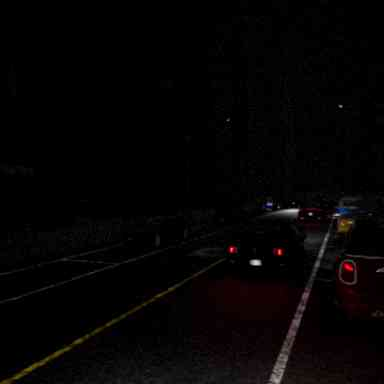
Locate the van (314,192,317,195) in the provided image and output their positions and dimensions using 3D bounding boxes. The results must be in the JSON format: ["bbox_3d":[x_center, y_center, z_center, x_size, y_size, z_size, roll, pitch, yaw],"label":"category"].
[{"bbox_3d":[31.107,1.182,87.608,1.690,1.788,3.998,-2,-1,25],"label":"van"}]

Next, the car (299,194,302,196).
[{"bbox_3d":[17.085,1.516,56.833,1.887,1.381,4.507,-2,-1,25],"label":"car"}]

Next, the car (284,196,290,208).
[{"bbox_3d":[12.409,1.581,46.575,1.947,1.339,4.313,-2,-1,25],"label":"car"}]

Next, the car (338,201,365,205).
[{"bbox_3d":[8.548,1.432,17.562,1.752,1.417,4.829,-2,-1,25],"label":"car"}]

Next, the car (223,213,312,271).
[{"bbox_3d":[2.647,1.609,11.022,1.895,1.301,4.718,-2,0,25],"label":"car"}]

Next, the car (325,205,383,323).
[{"bbox_3d":[4.033,1.298,6.817,2.097,1.767,4.553,-2,0,25],"label":"car"}]

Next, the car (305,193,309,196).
[{"bbox_3d":[21.758,1.368,67.092,1.967,1.590,4.097,-2,-1,25],"label":"car"}]

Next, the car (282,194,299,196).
[{"bbox_3d":[14.740,1.308,51.706,2.192,1.841,5.009,-2,-1,25],"label":"car"}]

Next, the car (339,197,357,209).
[{"bbox_3d":[20.167,1.348,43.050,2.008,1.369,4.403,-2,-1,25],"label":"car"}]

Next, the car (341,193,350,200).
[{"bbox_3d":[38.867,1.064,84.078,1.967,1.590,4.097,-2,-1,25],"label":"car"}]

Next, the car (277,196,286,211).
[{"bbox_3d":[10.071,1.603,41.446,1.947,1.339,4.313,-2,-1,25],"label":"car"}]

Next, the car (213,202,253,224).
[{"bbox_3d":[3.057,1.669,26.059,1.947,1.339,4.313,-2,-1,25],"label":"car"}]

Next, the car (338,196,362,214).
[{"bbox_3d":[15.489,1.281,32.793,1.967,1.590,4.097,-2,-1,25],"label":"car"}]

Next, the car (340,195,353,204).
[{"bbox_3d":[27.181,1.298,58.435,1.947,1.339,4.313,-2,-1,25],"label":"car"}]

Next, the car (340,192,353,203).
[{"bbox_3d":[29.512,1.025,63.566,2.192,1.841,5.009,-2,-1,25],"label":"car"}]

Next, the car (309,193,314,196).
[{"bbox_3d":[26.434,1.324,77.350,1.967,1.590,4.097,-2,-1,25],"label":"car"}]

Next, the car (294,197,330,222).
[{"bbox_3d":[9.510,1.420,26.086,1.882,1.535,5.008,-2,0,25],"label":"car"}]

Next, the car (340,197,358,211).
[{"bbox_3d":[17.899,1.344,38.076,1.752,1.417,4.829,-2,-1,25],"label":"car"}]

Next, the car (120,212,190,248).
[{"bbox_3d":[-1.619,1.692,15.802,1.887,1.381,4.507,-2,-1,25],"label":"car"}]

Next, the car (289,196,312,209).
[{"bbox_3d":[14.808,1.546,45.176,1.895,1.301,4.718,-2,0,25],"label":"car"}]

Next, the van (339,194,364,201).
[{"bbox_3d":[10.810,1.226,22.537,1.690,1.788,3.998,-2,-1,25],"label":"van"}]

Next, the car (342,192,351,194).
[{"bbox_3d":[24.840,1.194,53.307,1.967,1.590,4.097,-2,-1,25],"label":"car"}]

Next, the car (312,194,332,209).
[{"bbox_3d":[16.519,1.404,41.699,1.812,1.442,4.674,-2,0,25],"label":"car"}]

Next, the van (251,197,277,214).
[{"bbox_3d":[7.727,1.400,36.319,1.690,1.788,3.998,-2,-1,25],"label":"van"}]
